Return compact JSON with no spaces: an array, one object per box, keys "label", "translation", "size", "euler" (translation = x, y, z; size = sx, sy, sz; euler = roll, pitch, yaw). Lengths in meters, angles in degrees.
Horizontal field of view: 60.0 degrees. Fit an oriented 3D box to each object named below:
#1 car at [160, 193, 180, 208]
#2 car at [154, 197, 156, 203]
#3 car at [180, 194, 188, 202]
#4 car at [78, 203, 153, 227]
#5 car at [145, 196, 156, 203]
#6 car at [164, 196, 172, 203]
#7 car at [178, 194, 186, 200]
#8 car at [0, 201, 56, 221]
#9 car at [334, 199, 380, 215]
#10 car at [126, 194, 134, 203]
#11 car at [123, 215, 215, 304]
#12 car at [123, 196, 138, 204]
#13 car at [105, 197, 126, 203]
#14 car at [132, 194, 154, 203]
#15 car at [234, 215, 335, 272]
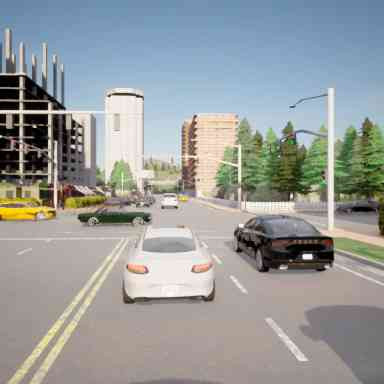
[{"label":"car","translation":[-3.227,1.221,46.867],"size":[2.150,2.045,5.566],"euler":[0,0,-5]},{"label":"car","translation":[-7.774,1.491,57.938],"size":[2.128,1.511,4.902],"euler":[0,0,-4]},{"label":"car","translation":[-2.039,1.470,76.910],"size":[1.882,1.535,5.008],"euler":[0,0,-4]},{"label":"car","translation":[-4.997,1.601,22.223],"size":[4.718,1.301,1.895],"euler":[0,0,-3]},{"label":"car","translation":[-8.447,1.547,68.365],"size":[2.033,1.411,5.357],"euler":[0,0,-4]},{"label":"car","translation":[-5.168,1.524,71.640],"size":[1.812,1.442,4.674],"euler":[0,0,-4]},{"label":"car","translation":[-2.724,1.304,86.458],"size":[1.882,1.535,5.008],"euler":[0,0,-4]},{"label":"car","translation":[-13.304,1.477,25.921],"size":[5.008,1.535,1.882],"euler":[0,0,-11]},{"label":"car","translation":[17.085,1.491,33.960],"size":[4.902,1.511,2.128],"euler":[0,0,-3]},{"label":"car","translation":[-10.946,1.478,53.084],"size":[1.882,1.535,5.008],"euler":[0,0,-4]},{"label":"car","translation":[-0.581,1.526,8.098],"size":[1.812,1.442,4.674],"euler":[0,0,-5]},{"label":"car","translation":[-11.632,1.547,63.225],"size":[2.033,1.411,5.357],"euler":[0,0,-4]},{"label":"car","translation":[-10.287,1.478,43.758],"size":[1.882,1.535,5.008],"euler":[0,0,-4]},{"label":"car","translation":[-7.137,1.492,48.828],"size":[2.128,1.511,4.902],"euler":[0,0,-4]},{"label":"car","translation":[2.686,1.478,10.834],"size":[1.882,1.535,5.008],"euler":[0,0,-5]}]
